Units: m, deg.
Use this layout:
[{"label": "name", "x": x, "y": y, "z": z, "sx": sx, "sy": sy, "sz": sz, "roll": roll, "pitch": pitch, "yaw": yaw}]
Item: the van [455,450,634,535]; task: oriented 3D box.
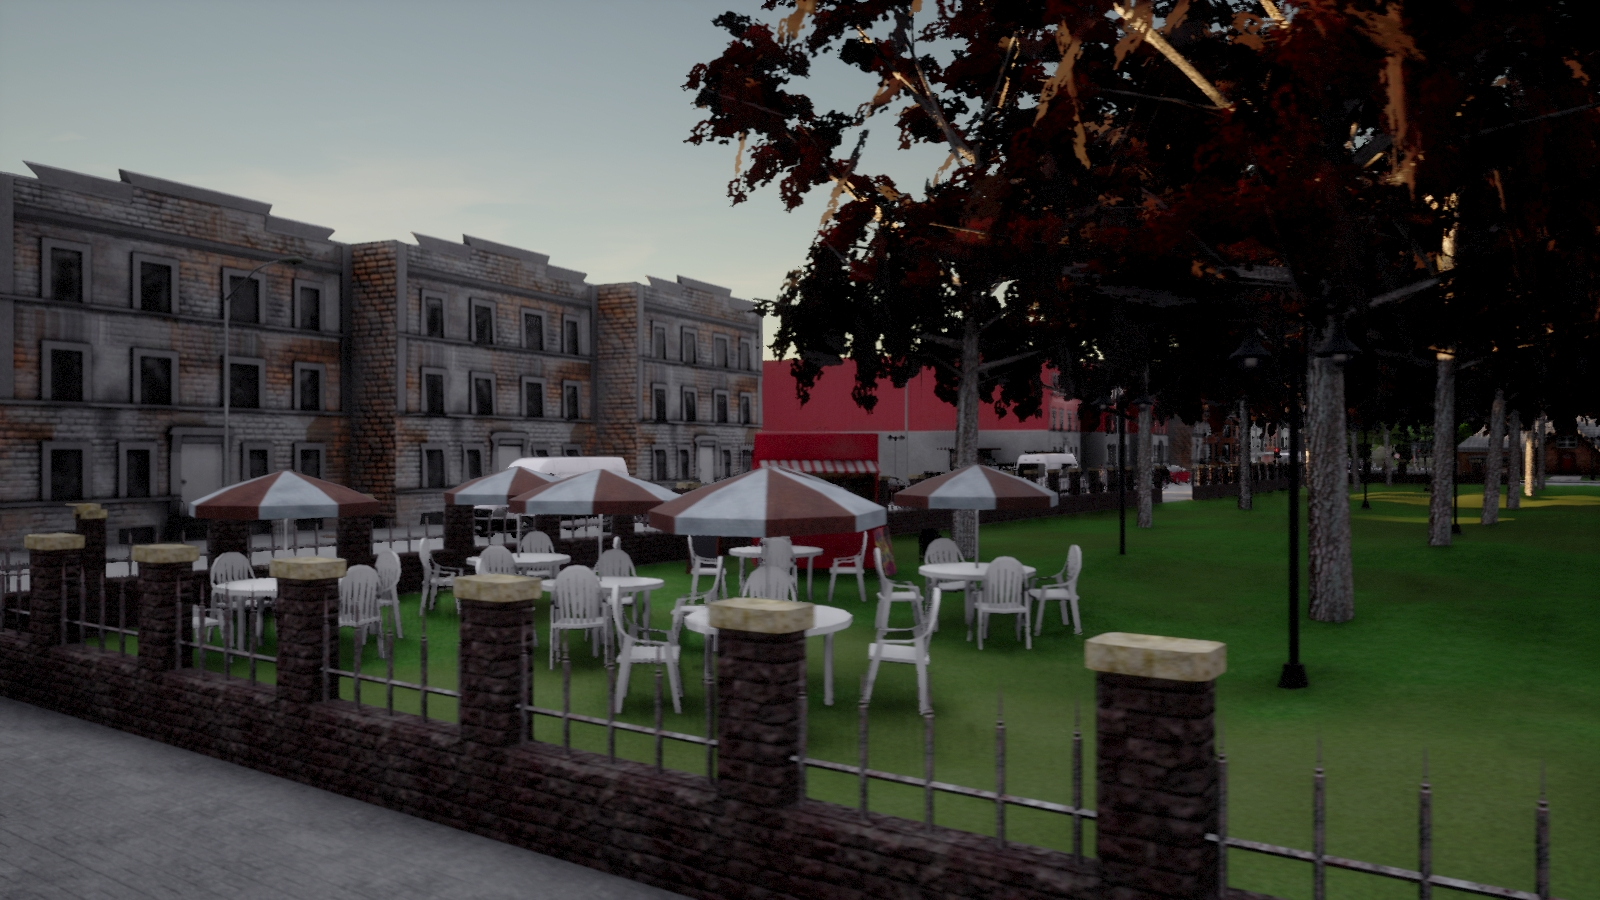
[{"label": "van", "x": -8.216, "y": 1.294, "z": 37.402, "sx": 1.988, "sy": 2.561, "sz": 5.915, "roll": 0, "pitch": 0, "yaw": 35}]

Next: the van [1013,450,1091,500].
[{"label": "van", "x": 13.675, "y": 1.296, "z": 61.743, "sx": 1.988, "sy": 2.561, "sz": 5.915, "roll": 0, "pitch": 0, "yaw": 35}]
